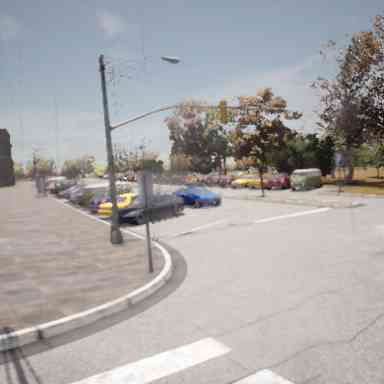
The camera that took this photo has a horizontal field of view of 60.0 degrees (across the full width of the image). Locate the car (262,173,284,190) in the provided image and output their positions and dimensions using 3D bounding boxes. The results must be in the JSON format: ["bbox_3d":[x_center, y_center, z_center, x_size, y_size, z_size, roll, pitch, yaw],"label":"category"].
[{"bbox_3d":[9.768,-1.238,35.270,2.185,1.767,4.553,1,5,41],"label":"car"}]

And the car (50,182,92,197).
[{"bbox_3d":[-16.765,-0.407,46.272,2.097,1.535,5.008,0,7,43],"label":"car"}]

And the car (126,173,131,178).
[{"bbox_3d":[-11.614,-3.530,77.538,5.566,2.045,2.435,-7,6,-44],"label":"car"}]

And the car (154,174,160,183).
[{"bbox_3d":[-3.999,-2.395,61.489,2.163,1.488,4.792,1,6,44],"label":"car"}]

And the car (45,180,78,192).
[{"bbox_3d":[-23.376,-1.106,59.834,2.231,1.521,4.892,1,7,45],"label":"car"}]

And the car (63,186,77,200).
[{"bbox_3d":[-9.721,0.290,32.922,2.002,1.452,4.674,1,7,41],"label":"car"}]

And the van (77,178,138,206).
[{"bbox_3d":[-6.752,0.265,27.706,1.878,1.987,4.442,0,6,41],"label":"van"}]

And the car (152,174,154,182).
[{"bbox_3d":[-6.608,-2.701,66.785,2.097,1.535,5.008,1,6,45],"label":"car"}]

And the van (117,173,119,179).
[{"bbox_3d":[-16.652,-4.077,88.247,4.442,1.987,1.878,-7,6,-44],"label":"van"}]

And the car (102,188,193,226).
[{"bbox_3d":[-2.485,0.918,19.731,2.163,1.488,4.792,0,7,40],"label":"car"}]

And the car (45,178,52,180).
[{"bbox_3d":[-26.066,-1.377,65.153,1.946,1.575,5.366,1,7,45],"label":"car"}]

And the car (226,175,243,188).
[{"bbox_3d":[6.793,-1.351,40.328,1.946,1.575,5.366,1,6,41],"label":"car"}]

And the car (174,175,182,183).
[{"bbox_3d":[-0.020,-2.140,53.537,2.185,1.767,4.553,2,6,43],"label":"car"}]

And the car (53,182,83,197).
[{"bbox_3d":[-13.987,-0.100,40.908,2.002,1.452,4.674,1,7,42],"label":"car"}]

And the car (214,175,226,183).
[{"bbox_3d":[5.489,-1.450,43.067,2.002,1.452,4.674,1,5,42],"label":"car"}]

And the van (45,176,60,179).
[{"bbox_3d":[-27.135,-1.780,68.085,4.442,1.987,1.878,-9,7,-44],"label":"van"}]

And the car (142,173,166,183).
[{"bbox_3d":[-7.898,-2.966,69.435,2.185,1.767,4.553,1,6,45],"label":"car"}]

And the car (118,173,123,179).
[{"bbox_3d":[-15.458,-3.702,85.513,5.366,1.575,1.946,-7,6,-44],"label":"car"}]

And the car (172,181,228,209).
[{"bbox_3d":[0.286,0.316,24.828,1.882,1.535,5.008,-6,6,-30],"label":"car"}]

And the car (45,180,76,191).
[{"bbox_3d":[-24.679,-1.250,62.554,2.097,1.535,5.008,0,7,45],"label":"car"}]

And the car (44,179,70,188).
[{"bbox_3d":[-30.952,-1.984,76.225,5.008,1.535,2.097,-9,7,-44],"label":"car"}]

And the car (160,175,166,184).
[{"bbox_3d":[-2.726,-2.251,58.783,2.163,1.488,4.792,2,6,44],"label":"car"}]

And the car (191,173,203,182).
[{"bbox_3d":[2.665,-1.870,48.249,2.185,1.767,4.553,1,6,42],"label":"car"}]

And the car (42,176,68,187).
[{"bbox_3d":[-34.716,-2.673,84.375,5.566,2.045,2.435,-9,7,-44],"label":"car"}]

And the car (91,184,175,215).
[{"bbox_3d":[-3.706,0.723,22.531,1.946,1.575,5.366,0,6,40],"label":"car"}]

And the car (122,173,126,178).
[{"bbox_3d":[-14.072,-3.543,82.966,4.792,1.488,2.163,-7,6,-44],"label":"car"}]

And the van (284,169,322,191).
[{"bbox_3d":[11.179,-1.209,32.627,1.878,1.987,4.442,1,6,40],"label":"van"}]

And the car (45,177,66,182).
[{"bbox_3d":[-22.079,-1.091,57.104,2.185,1.767,4.553,1,7,44],"label":"car"}]

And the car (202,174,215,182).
[{"bbox_3d":[4.082,-1.578,45.669,2.002,1.452,4.674,1,6,42],"label":"car"}]

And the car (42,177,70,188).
[{"bbox_3d":[-32.228,-2.378,78.913,5.566,2.045,2.435,-9,7,-44],"label":"car"}]

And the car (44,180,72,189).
[{"bbox_3d":[-28.470,-1.656,70.736,4.792,1.488,2.163,-9,7,-44],"label":"car"}]

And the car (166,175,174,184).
[{"bbox_3d":[-1.388,-2.147,56.161,2.097,1.535,5.008,1,6,44],"label":"car"}]

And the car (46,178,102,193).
[{"bbox_3d":[-15.388,-0.525,43.588,2.435,2.045,5.566,0,7,43],"label":"car"}]

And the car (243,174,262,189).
[{"bbox_3d":[8.467,-1.258,38.022,1.946,1.575,5.366,1,5,41],"label":"car"}]

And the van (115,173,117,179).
[{"bbox_3d":[-17.889,-4.223,90.953,4.442,1.987,1.878,-7,6,-44],"label":"van"}]

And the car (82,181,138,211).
[{"bbox_3d":[-5.355,0.504,24.975,2.185,1.767,4.553,0,6,40],"label":"car"}]

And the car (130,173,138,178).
[{"bbox_3d":[-10.505,-3.118,74.706,5.366,1.575,1.946,-7,6,-44],"label":"car"}]

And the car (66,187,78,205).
[{"bbox_3d":[-8.283,0.379,30.270,2.231,1.521,4.892,0,6,41],"label":"car"}]

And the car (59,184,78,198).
[{"bbox_3d":[-11.167,0.162,35.576,2.002,1.452,4.674,0,6,42],"label":"car"}]

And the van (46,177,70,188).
[{"bbox_3d":[-29.640,-2.074,73.557,4.442,1.987,1.878,-9,7,-44],"label":"van"}]

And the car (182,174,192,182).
[{"bbox_3d":[1.443,-1.899,51.037,1.946,1.575,5.366,1,6,43],"label":"car"}]
